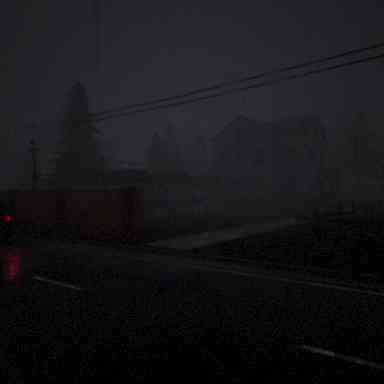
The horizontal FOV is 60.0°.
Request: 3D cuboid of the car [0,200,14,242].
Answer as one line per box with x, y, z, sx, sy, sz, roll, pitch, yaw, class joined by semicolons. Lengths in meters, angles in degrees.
-10.770;1.377;15.968;5.566;2.045;2.150;-1;0;36;car
